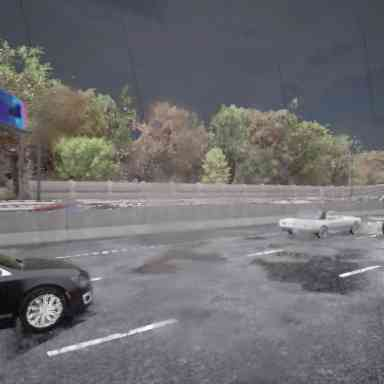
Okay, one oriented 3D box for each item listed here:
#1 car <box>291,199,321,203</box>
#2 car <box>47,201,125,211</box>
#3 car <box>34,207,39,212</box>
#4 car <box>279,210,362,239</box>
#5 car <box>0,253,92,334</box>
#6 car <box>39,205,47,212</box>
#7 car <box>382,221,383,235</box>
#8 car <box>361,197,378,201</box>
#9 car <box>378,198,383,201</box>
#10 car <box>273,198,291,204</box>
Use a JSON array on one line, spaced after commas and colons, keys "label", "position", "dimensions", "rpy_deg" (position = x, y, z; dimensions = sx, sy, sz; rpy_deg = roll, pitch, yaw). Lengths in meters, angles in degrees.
[{"label": "car", "position": [16.198, 1.592, 45.582], "dimensions": [4.718, 1.301, 1.895], "rpy_deg": [0, 0, -35]}, {"label": "car", "position": [-6.207, 1.497, 21.059], "dimensions": [4.892, 1.490, 1.837], "rpy_deg": [0, 0, -35]}, {"label": "car", "position": [-11.549, 1.470, 30.145], "dimensions": [5.008, 1.535, 1.882], "rpy_deg": [0, 0, -35]}, {"label": "car", "position": [6.754, 1.585, 17.161], "dimensions": [4.718, 1.301, 1.895], "rpy_deg": [0, 0, -36]}, {"label": "car", "position": [-4.063, 1.506, 5.149], "dimensions": [4.892, 1.490, 1.837], "rpy_deg": [0, 0, -35]}, {"label": "car", "position": [-8.122, 1.593, 23.994], "dimensions": [4.718, 1.301, 1.895], "rpy_deg": [0, 0, -35]}, {"label": "car", "position": [10.750, 1.509, 15.716], "dimensions": [4.674, 1.442, 1.812], "rpy_deg": [0, 0, -35]}, {"label": "car", "position": [25.911, 1.503, 48.203], "dimensions": [4.892, 1.490, 1.837], "rpy_deg": [0, 0, -35]}, {"label": "car", "position": [27.740, 1.563, 45.213], "dimensions": [4.181, 1.385, 1.994], "rpy_deg": [0, 0, -35]}, {"label": "car", "position": [13.908, 1.592, 48.250], "dimensions": [4.718, 1.301, 1.895], "rpy_deg": [0, 0, -35]}]
